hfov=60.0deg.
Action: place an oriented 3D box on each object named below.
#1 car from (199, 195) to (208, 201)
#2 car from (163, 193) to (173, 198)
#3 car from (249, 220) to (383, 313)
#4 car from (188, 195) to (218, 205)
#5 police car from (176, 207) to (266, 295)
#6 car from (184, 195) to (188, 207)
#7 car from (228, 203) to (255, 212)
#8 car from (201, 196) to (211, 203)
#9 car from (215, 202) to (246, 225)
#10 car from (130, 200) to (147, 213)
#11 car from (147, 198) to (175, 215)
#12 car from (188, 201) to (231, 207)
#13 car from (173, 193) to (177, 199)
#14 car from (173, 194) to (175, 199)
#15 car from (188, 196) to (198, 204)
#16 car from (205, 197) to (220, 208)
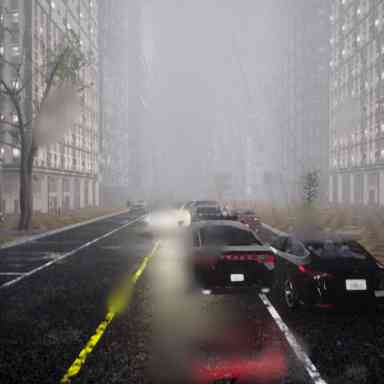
[{"bbox_3d":[2.958,1.476,86.543,2.008,1.369,4.403,-1,0,0],"label":"car"},{"bbox_3d":[-5.478,1.470,69.453,1.752,1.417,4.829,-1,0,0],"label":"car"},{"bbox_3d":[2.705,1.561,7.545,1.947,1.339,4.313,-1,0,0],"label":"car"},{"bbox_3d":[0.925,1.336,24.782,2.097,1.767,4.553,0,0,0],"label":"car"},{"bbox_3d":[0.632,1.420,8.879,1.930,1.638,5.238,0,0,-5],"label":"police car"},{"bbox_3d":[0.191,1.531,46.463,1.994,1.385,4.181,0,0,-1],"label":"car"},{"bbox_3d":[2.740,1.533,18.830,1.887,1.381,4.507,-1,0,0],"label":"car"},{"bbox_3d":[2.903,1.496,69.614,2.008,1.369,4.403,-1,0,0],"label":"car"},{"bbox_3d":[2.759,1.509,24.642,1.752,1.417,4.829,-1,0,0],"label":"car"},{"bbox_3d":[-5.586,1.526,35.774,2.008,1.369,4.403,-1,0,0],"label":"car"},{"bbox_3d":[-2.986,1.578,33.462,1.895,1.301,4.718,0,0,0],"label":"car"},{"bbox_3d":[0.877,1.494,18.812,1.837,1.490,4.892,0,0,0],"label":"car"},{"bbox_3d":[-5.426,1.240,86.546,2.192,1.841,5.009,-1,0,0],"label":"car"},{"bbox_3d":[-5.459,1.521,75.264,1.802,1.307,4.206,-1,0,0],"label":"car"},{"bbox_3d":[0.201,1.515,63.810,1.994,1.385,4.181,0,0,0],"label":"car"},{"bbox_3d":[2.831,1.511,47.044,1.887,1.381,4.507,-1,0,0],"label":"car"}]
